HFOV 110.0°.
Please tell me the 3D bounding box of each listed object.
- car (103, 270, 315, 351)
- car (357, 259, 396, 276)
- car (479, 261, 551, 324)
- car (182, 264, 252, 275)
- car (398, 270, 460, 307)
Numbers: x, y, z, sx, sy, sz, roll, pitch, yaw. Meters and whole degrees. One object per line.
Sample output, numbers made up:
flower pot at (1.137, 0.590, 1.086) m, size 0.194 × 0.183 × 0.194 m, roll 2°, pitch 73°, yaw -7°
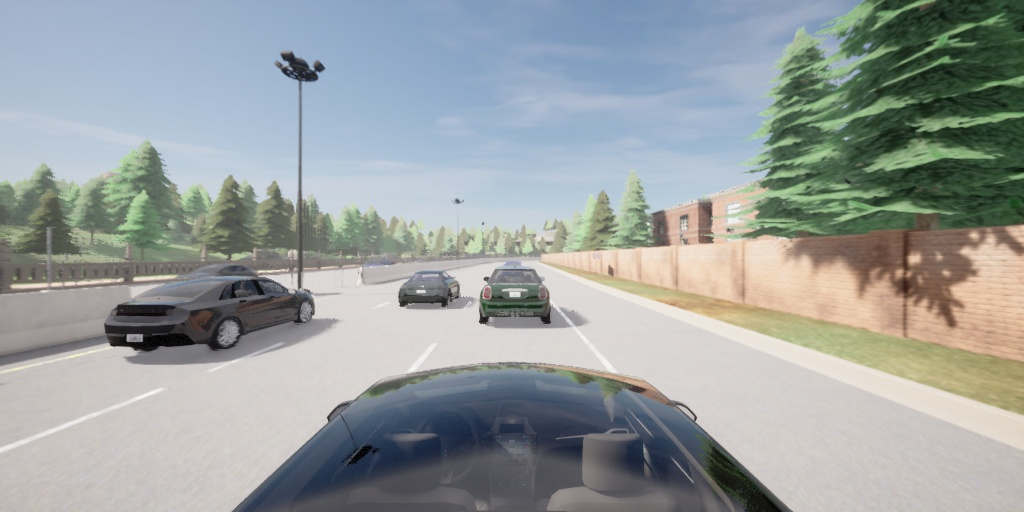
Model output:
car at (-6.911, 1.256, 8.982) m, size 1.837 × 1.490 × 4.892 m, roll 0°, pitch 0°, yaw 0°
car at (-13.935, 1.104, 36.583) m, size 2.097 × 1.767 × 4.553 m, roll 0°, pitch 0°, yaw 2°
car at (0.069, 1.102, 12.189) m, size 2.097 × 1.767 × 4.553 m, roll 0°, pitch 0°, yaw 0°
car at (-17.661, 1.258, 21.590) m, size 1.837 × 1.490 × 4.892 m, roll 0°, pitch 0°, yaw 0°
car at (-3.457, 1.315, 15.583) m, size 1.994 × 1.385 × 4.181 m, roll 0°, pitch 0°, yaw 0°
